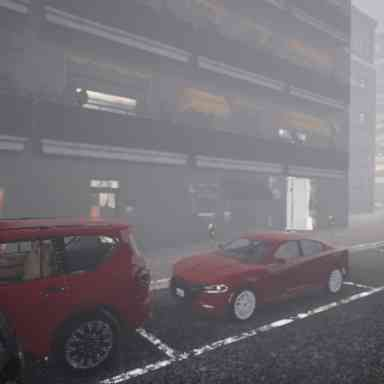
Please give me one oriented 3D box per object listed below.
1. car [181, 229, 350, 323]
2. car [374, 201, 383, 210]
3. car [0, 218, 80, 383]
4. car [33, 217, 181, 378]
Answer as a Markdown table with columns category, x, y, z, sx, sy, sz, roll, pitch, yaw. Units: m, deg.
| category | x | y | z | sx | sy | sz | roll | pitch | yaw |
| --- | --- | --- | --- | --- | --- | --- | --- | --- | --- |
| car | 1.627 | 1.554 | 7.238 | 4.507 | 1.381 | 1.887 | 0 | 1 | -35 |
| car | 25.037 | 1.797 | 47.450 | 1.752 | 1.417 | 4.829 | 1 | -1 | -35 |
| car | -3.373 | 1.218 | 0.660 | 5.566 | 2.045 | 2.150 | 0 | 0 | -35 |
| car | -2.873 | 1.315 | 4.021 | 5.009 | 1.841 | 2.192 | 0 | 1 | -35 |
